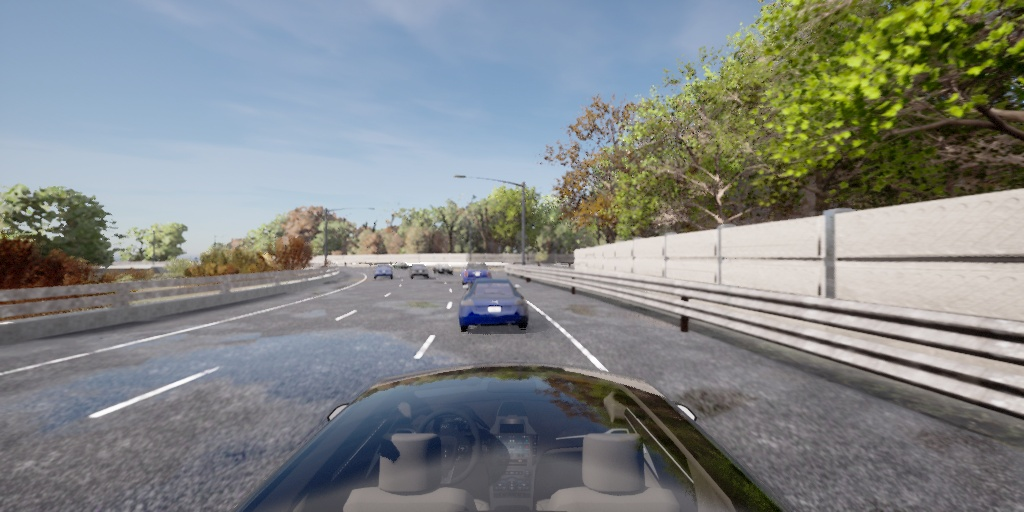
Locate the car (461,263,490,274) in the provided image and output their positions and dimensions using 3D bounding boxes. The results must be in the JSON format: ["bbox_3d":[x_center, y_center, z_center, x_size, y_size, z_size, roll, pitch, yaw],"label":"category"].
[{"bbox_3d":[-2.729,1.328,26.980,2.097,1.767,4.553,0,-1,-9],"label":"car"}]

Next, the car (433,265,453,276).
[{"bbox_3d":[-8.715,1.739,44.538,1.895,1.301,4.718,0,-1,-22],"label":"car"}]

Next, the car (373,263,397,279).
[{"bbox_3d":[-13.649,1.633,38.037,2.033,1.411,5.357,0,-1,-20],"label":"car"}]

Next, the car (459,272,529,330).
[{"bbox_3d":[-0.635,1.402,11.517,1.994,1.385,4.181,0,0,-5],"label":"car"}]

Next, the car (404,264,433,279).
[{"bbox_3d":[-10.059,1.632,38.381,2.033,1.411,5.357,0,-1,-20],"label":"car"}]
